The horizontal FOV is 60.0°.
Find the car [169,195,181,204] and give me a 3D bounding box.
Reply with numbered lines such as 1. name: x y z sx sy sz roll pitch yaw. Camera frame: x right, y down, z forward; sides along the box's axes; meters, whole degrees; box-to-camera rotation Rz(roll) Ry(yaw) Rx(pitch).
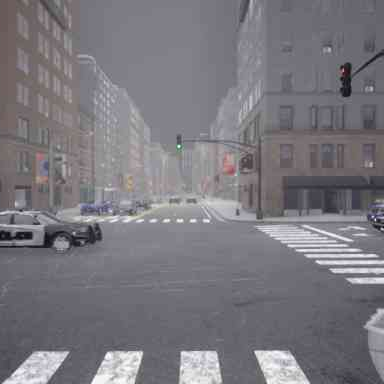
1. car: -3.331 1.508 62.754 1.882 1.535 5.008 0 0 0

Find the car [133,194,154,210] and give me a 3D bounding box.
1. car: -6.645 1.230 43.355 2.150 2.045 5.566 0 0 0

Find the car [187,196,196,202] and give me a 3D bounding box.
1. car: -0.094 1.538 73.175 1.994 1.385 4.181 0 0 0

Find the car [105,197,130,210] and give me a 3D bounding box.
1. car: -9.892 1.504 44.573 2.128 1.511 4.902 0 0 0

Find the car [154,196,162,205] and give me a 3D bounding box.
1. car: -6.626 1.521 61.400 2.128 1.511 4.902 0 0 0

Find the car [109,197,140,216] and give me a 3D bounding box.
1. car: -6.635 1.530 33.306 1.812 1.442 4.674 0 0 -2

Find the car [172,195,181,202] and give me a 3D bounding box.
1. car: -3.344 1.463 73.171 1.882 1.535 5.008 0 0 0

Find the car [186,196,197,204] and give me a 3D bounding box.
1. car: -0.081 1.508 62.725 1.882 1.535 5.008 0 0 0

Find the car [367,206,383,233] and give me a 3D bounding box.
1. car: 11.630 1.523 16.506 4.718 1.301 1.895 0 0 -1

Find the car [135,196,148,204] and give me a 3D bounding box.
1. car: -9.860 1.541 65.482 1.837 1.490 4.892 0 -1 0

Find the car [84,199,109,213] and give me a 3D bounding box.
1. car: -9.879 1.482 34.193 1.882 1.535 5.008 0 0 0

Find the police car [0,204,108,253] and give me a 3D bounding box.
1. police car: -6.277 1.422 13.085 5.238 1.638 1.930 0 0 0
